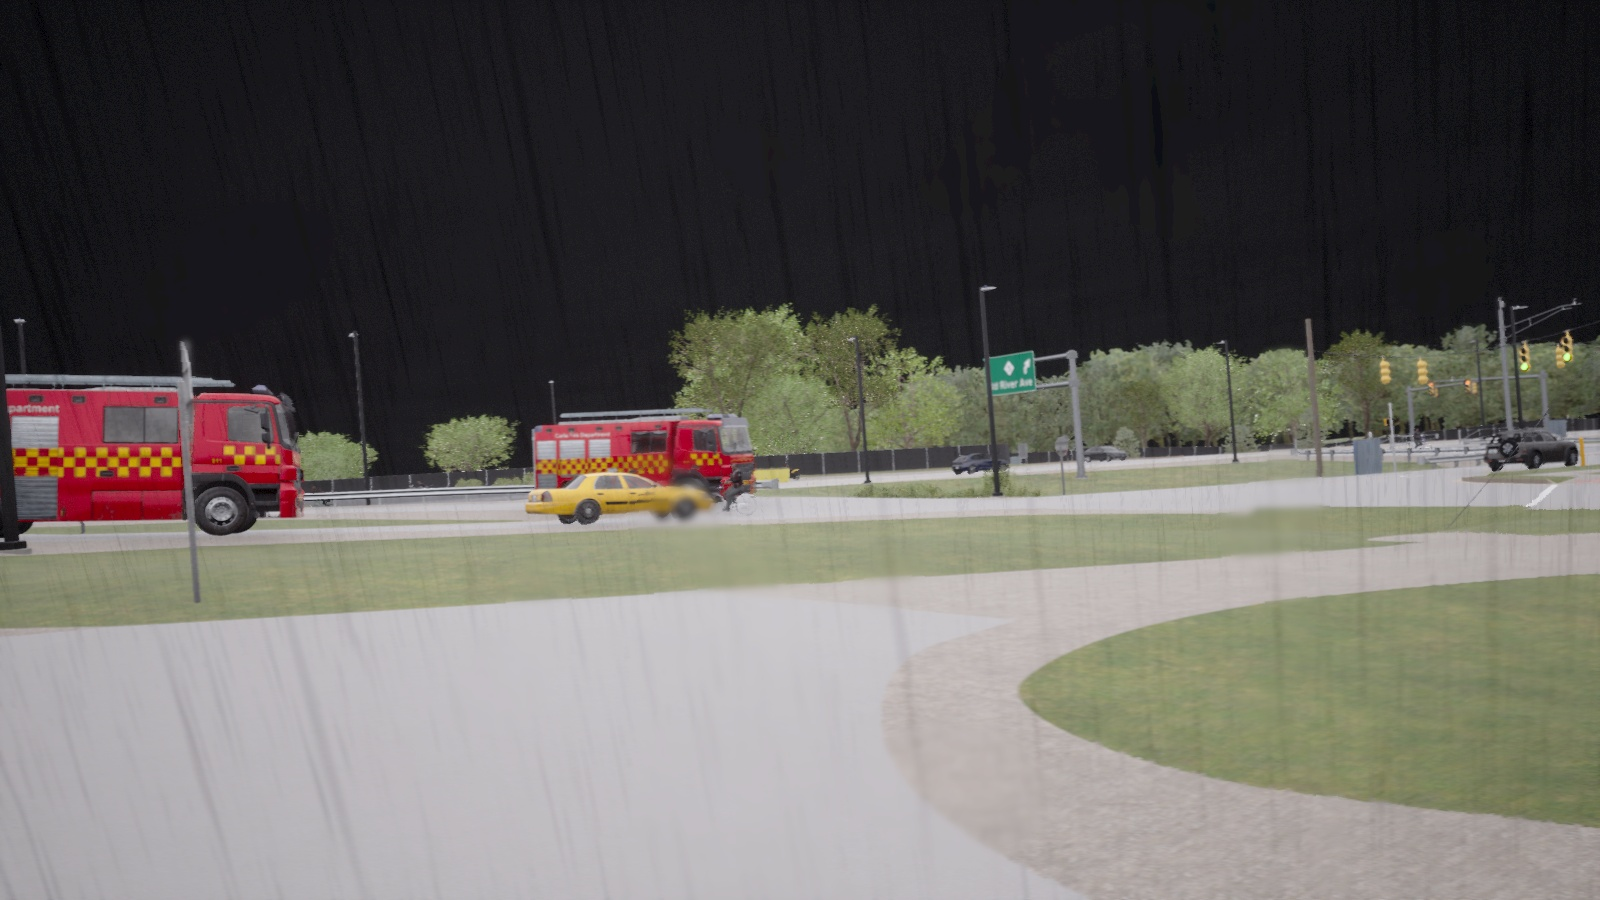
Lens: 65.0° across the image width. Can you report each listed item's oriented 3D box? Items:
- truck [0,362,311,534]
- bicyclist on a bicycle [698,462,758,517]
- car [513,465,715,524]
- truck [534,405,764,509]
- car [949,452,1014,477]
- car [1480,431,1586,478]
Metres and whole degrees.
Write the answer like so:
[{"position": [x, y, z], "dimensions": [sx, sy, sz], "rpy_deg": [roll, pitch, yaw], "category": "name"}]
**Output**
[{"position": [-16.260, 0.027, 29.817], "dimensions": [8.468, 3.827, 2.891], "rpy_deg": [0, -2, -17], "category": "truck"}, {"position": [-2.372, 1.293, 41.258], "dimensions": [1.843, 1.776, 0.659], "rpy_deg": [0, -2, -29], "category": "bicyclist on a bicycle"}, {"position": [-5.254, 1.240, 35.682], "dimensions": [5.366, 1.575, 1.801], "rpy_deg": [0, -2, -29], "category": "car"}, {"position": [-5.915, 0.299, 49.310], "dimensions": [8.468, 3.827, 2.891], "rpy_deg": [-1, 1, 20], "category": "truck"}, {"position": [12.771, 1.024, 88.153], "dimensions": [4.193, 1.474, 1.816], "rpy_deg": [-3, -1, -29], "category": "car"}, {"position": [32.196, 0.186, 55.123], "dimensions": [4.605, 1.855, 1.932], "rpy_deg": [-2, -1, -30], "category": "car"}]
